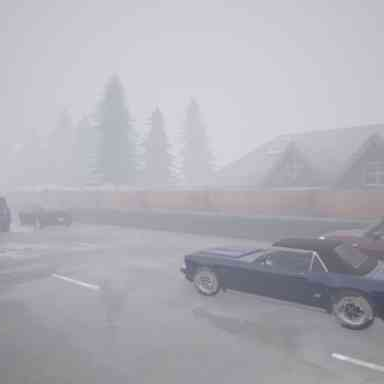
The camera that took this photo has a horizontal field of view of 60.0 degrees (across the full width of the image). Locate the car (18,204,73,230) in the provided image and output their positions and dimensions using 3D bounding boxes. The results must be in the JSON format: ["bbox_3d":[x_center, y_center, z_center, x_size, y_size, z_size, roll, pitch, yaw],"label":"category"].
[{"bbox_3d":[-9.543,1.489,21.421,5.008,1.535,1.882,0,0,44],"label":"car"}]

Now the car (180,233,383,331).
[{"bbox_3d":[2.056,1.620,6.928,4.718,1.301,1.895,0,0,37],"label":"car"}]

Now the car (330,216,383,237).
[{"bbox_3d":[5.477,1.385,8.788,4.553,1.767,2.097,0,0,36],"label":"car"}]

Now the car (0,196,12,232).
[{"bbox_3d":[-12.309,1.221,19.197,5.566,2.045,2.150,0,0,44],"label":"car"}]
